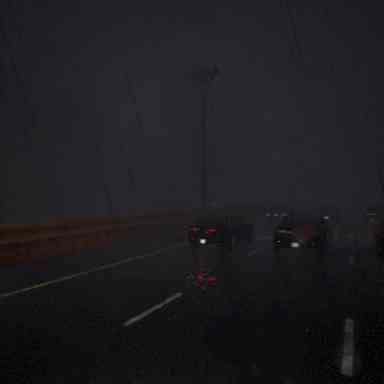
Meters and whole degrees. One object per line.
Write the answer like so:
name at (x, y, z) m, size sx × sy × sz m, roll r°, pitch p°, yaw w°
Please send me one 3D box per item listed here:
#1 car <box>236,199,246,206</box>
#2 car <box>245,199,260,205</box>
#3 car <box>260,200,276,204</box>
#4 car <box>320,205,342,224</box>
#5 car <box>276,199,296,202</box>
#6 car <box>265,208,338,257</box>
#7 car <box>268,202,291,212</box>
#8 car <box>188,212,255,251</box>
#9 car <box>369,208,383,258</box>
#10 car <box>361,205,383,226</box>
car at (11.613, 2.271, 73.650) m, size 1.882 × 1.535 × 5.008 m, roll -1°, pitch -1°, yaw 39°
car at (14.152, 2.304, 71.233) m, size 2.033 × 1.411 × 5.357 m, roll -1°, pitch -1°, yaw 39°
car at (16.692, 2.276, 68.817) m, size 2.033 × 1.411 × 5.357 m, roll -1°, pitch -1°, yaw 39°
car at (11.325, 1.817, 27.588) m, size 1.812 × 1.442 × 4.674 m, roll 0°, pitch 0°, yaw 26°
car at (19.236, 2.185, 66.397) m, size 1.882 × 1.535 × 5.008 m, roll -1°, pitch -1°, yaw 39°
car at (4.642, 1.640, 13.717) m, size 2.128 × 1.511 × 4.902 m, roll 0°, pitch -1°, yaw 26°
car at (7.549, 1.846, 27.861) m, size 2.033 × 1.411 × 5.357 m, roll 0°, pitch -1°, yaw 26°
car at (1.486, 1.674, 15.230) m, size 1.837 × 1.490 × 4.892 m, roll 0°, pitch 0°, yaw 26°
car at (8.129, 1.612, 12.877) m, size 1.882 × 1.535 × 5.008 m, roll 0°, pitch 0°, yaw 26°
car at (14.308, 1.776, 25.728) m, size 1.837 × 1.490 × 4.892 m, roll 0°, pitch 0°, yaw 26°
